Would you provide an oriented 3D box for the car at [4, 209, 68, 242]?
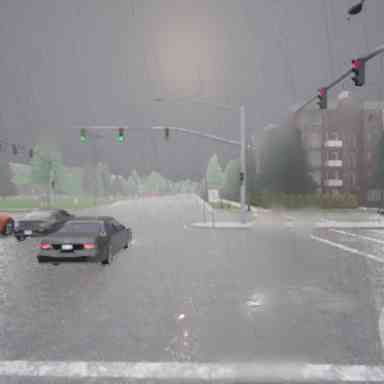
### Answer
[{"bbox_3d":[-6.923,1.535,16.347,1.812,1.442,4.674,0,0,0],"label":"car"}]

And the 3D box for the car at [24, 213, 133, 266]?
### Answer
[{"bbox_3d":[-3.409,1.554,11.587,2.033,1.411,5.357,0,0,0],"label":"car"}]

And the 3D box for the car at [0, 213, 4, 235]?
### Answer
[{"bbox_3d":[-10.413,1.361,15.730,2.097,1.767,4.553,0,0,0],"label":"car"}]

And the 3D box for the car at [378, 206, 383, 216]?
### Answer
[{"bbox_3d":[19.096,1.512,29.439,4.902,1.511,2.128,0,0,0],"label":"car"}]
